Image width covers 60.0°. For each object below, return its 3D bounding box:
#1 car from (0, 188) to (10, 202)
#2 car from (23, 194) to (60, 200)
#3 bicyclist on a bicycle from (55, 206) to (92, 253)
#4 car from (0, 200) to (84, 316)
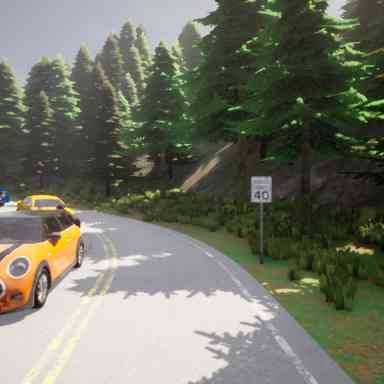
[{"bbox_3d":[-15.558,-0.107,23.493,5.566,2.045,2.150,6,2,21],"label":"car"},{"bbox_3d":[-7.518,0.949,16.969,1.882,1.535,5.008,0,3,-38],"label":"car"},{"bbox_3d":[-4.154,1.269,10.880,1.656,1.620,0.582,-1,2,-15],"label":"bicyclist on a bicycle"},{"bbox_3d":[-3.970,1.261,7.559,2.097,1.767,4.553,0,1,-6],"label":"car"}]
